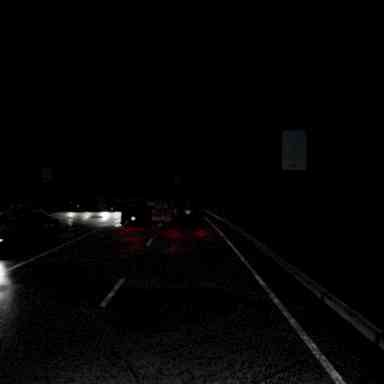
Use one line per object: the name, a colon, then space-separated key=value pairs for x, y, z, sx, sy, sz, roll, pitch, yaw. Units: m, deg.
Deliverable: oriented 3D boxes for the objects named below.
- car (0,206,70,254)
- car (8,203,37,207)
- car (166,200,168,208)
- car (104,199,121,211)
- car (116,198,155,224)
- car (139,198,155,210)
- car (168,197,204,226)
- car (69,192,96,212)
car: x=-7.110 y=1.527 z=13.648 sx=2.033 sy=1.411 sz=5.357 roll=0 pitch=0 yaw=-1
car: x=-10.841 y=1.475 z=21.112 sx=1.812 sy=1.442 sz=4.674 roll=0 pitch=0 yaw=-2
car: x=-2.023 y=1.334 z=40.790 sx=2.128 sy=1.511 sz=4.902 roll=0 pitch=0 yaw=-8
car: x=-8.744 y=1.458 z=37.584 sx=1.895 sy=1.301 sz=4.718 roll=0 pitch=0 yaw=-6
car: x=-3.919 y=1.439 z=23.861 sx=1.837 sy=1.490 sz=4.892 roll=0 pitch=0 yaw=-3
car: x=-5.630 y=1.439 z=41.445 sx=1.895 sy=1.301 sz=4.718 roll=0 pitch=0 yaw=-8
car: x=-0.359 y=1.292 z=22.727 sx=2.097 sy=1.767 sz=4.553 roll=0 pitch=0 yaw=-3
car: x=-12.263 y=1.078 z=37.639 sx=2.150 sy=2.045 sz=5.566 roll=0 pitch=0 yaw=-6
